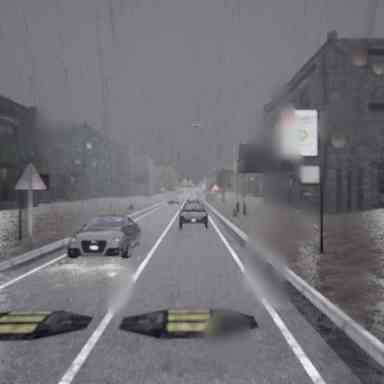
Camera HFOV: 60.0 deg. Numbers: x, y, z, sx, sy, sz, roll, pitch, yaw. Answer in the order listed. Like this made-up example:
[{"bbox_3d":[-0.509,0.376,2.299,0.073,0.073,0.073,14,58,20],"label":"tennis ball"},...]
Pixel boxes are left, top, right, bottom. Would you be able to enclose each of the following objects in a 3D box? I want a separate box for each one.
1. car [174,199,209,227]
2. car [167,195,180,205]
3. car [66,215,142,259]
[{"bbox_3d":[0.099,1.478,22.498,2.128,1.511,4.902,0,0,0],"label":"car"},{"bbox_3d":[-3.045,1.363,55.549,1.837,1.490,4.892,1,1,0],"label":"car"},{"bbox_3d":[-3.099,1.559,12.478,1.994,1.385,4.181,0,0,0],"label":"car"}]
